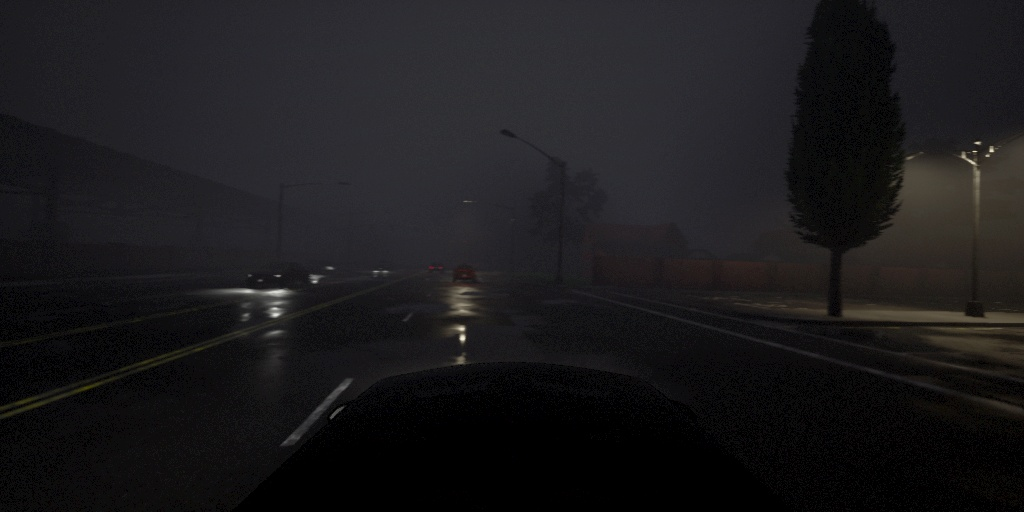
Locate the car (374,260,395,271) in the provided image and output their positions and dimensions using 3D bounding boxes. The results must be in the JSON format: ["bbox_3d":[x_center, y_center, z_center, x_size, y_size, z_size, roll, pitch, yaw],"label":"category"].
[{"bbox_3d":[-17.211,1.266,48.717,2.033,1.411,5.357,2,-1,-7],"label":"car"}]

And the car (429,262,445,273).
[{"bbox_3d":[-9.777,1.505,46.808,2.033,1.411,5.357,2,-1,-8],"label":"car"}]

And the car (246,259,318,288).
[{"bbox_3d":[-13.552,1.035,21.174,1.812,1.442,4.674,2,-1,-8],"label":"car"}]

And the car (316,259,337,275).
[{"bbox_3d":[-19.007,1.038,35.334,2.033,1.411,5.357,2,-1,-8],"label":"car"}]

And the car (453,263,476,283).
[{"bbox_3d":[-4.149,1.443,31.336,1.882,1.535,5.008,2,-1,-8],"label":"car"}]
